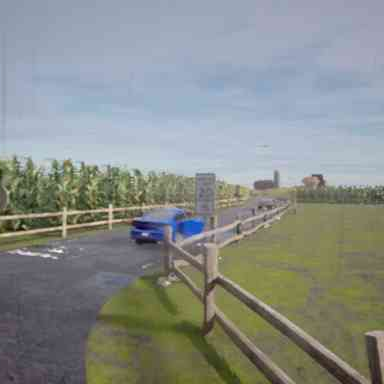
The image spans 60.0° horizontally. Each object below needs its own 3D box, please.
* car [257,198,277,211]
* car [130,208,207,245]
[{"bbox_3d":[9.812,1.640,44.062,1.837,1.490,4.892,1,0,18],"label":"car"},{"bbox_3d":[-0.855,1.474,14.972,1.882,1.535,5.008,1,0,22],"label":"car"}]
